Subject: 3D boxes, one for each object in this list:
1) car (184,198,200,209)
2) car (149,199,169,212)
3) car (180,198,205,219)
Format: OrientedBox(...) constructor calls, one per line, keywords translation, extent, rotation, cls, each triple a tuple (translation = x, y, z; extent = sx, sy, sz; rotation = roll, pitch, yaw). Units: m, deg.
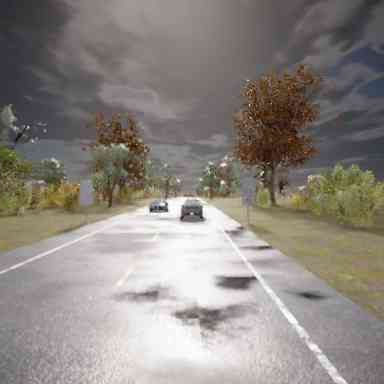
OrientedBox(translation=(0.024, 1.491, 43.645), extent=(1.994, 1.385, 4.181), rotation=(0, 0, 0), cls="car")
OrientedBox(translation=(-3.565, 1.494, 36.635), extent=(1.994, 1.385, 4.181), rotation=(0, 0, 0), cls="car")
OrientedBox(translation=(0.015, 1.441, 28.437), extent=(1.837, 1.490, 4.892), rotation=(0, 1, 0), cls="car")
